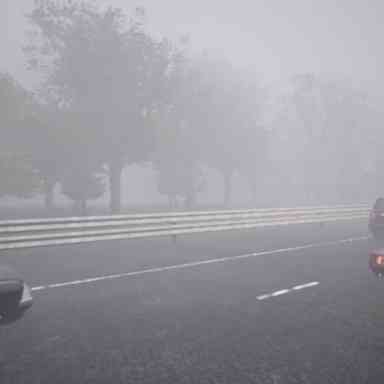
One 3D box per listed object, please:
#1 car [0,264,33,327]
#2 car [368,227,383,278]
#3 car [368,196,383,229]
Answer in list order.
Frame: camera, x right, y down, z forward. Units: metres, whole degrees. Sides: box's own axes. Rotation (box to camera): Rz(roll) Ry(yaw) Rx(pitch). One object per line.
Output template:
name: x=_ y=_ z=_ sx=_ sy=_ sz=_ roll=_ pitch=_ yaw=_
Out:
car: x=-4.850 y=1.605 z=4.566 sx=4.718 sy=1.301 sz=1.895 roll=0 pitch=0 yaw=-36
car: x=6.490 y=1.577 z=8.276 sx=4.718 sy=1.301 sz=1.895 roll=0 pitch=0 yaw=-35
car: x=10.292 y=1.182 z=15.135 sx=5.566 sy=2.045 sz=2.150 roll=0 pitch=0 yaw=-34
